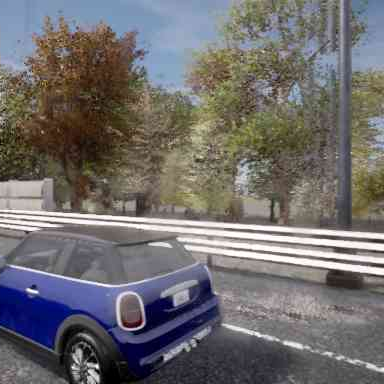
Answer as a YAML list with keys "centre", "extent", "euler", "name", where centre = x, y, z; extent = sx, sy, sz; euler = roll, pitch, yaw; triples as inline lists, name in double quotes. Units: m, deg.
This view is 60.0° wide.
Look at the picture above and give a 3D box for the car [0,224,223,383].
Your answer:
- centre: [-1.861, 1.310, 5.295]
  extent: [4.553, 1.767, 2.097]
  euler: [0, 0, 35]
  name: "car"
